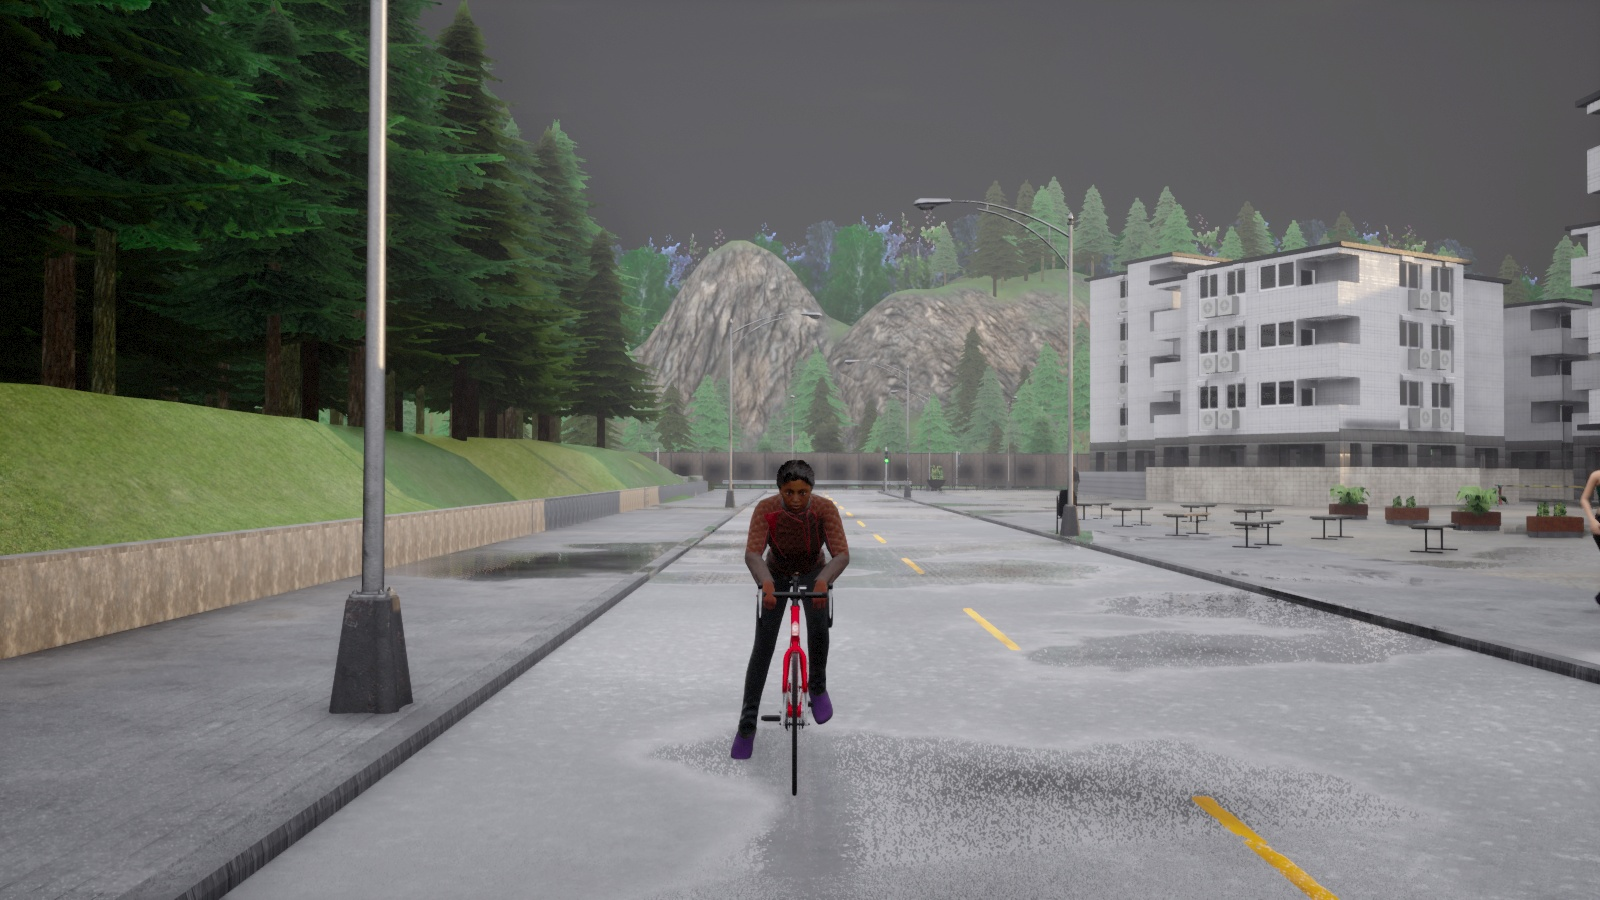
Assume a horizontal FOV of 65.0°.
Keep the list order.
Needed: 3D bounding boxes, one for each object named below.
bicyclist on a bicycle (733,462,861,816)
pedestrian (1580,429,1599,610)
[{"bbox_3d":[-0.018,0.878,6.593,0.582,1.620,1.656,0,-1,0],"label":"bicyclist on a bicycle"},{"bbox_3d":[8.278,0.702,12.740,0.345,1.836,0.594,0,-1,2],"label":"pedestrian"}]
